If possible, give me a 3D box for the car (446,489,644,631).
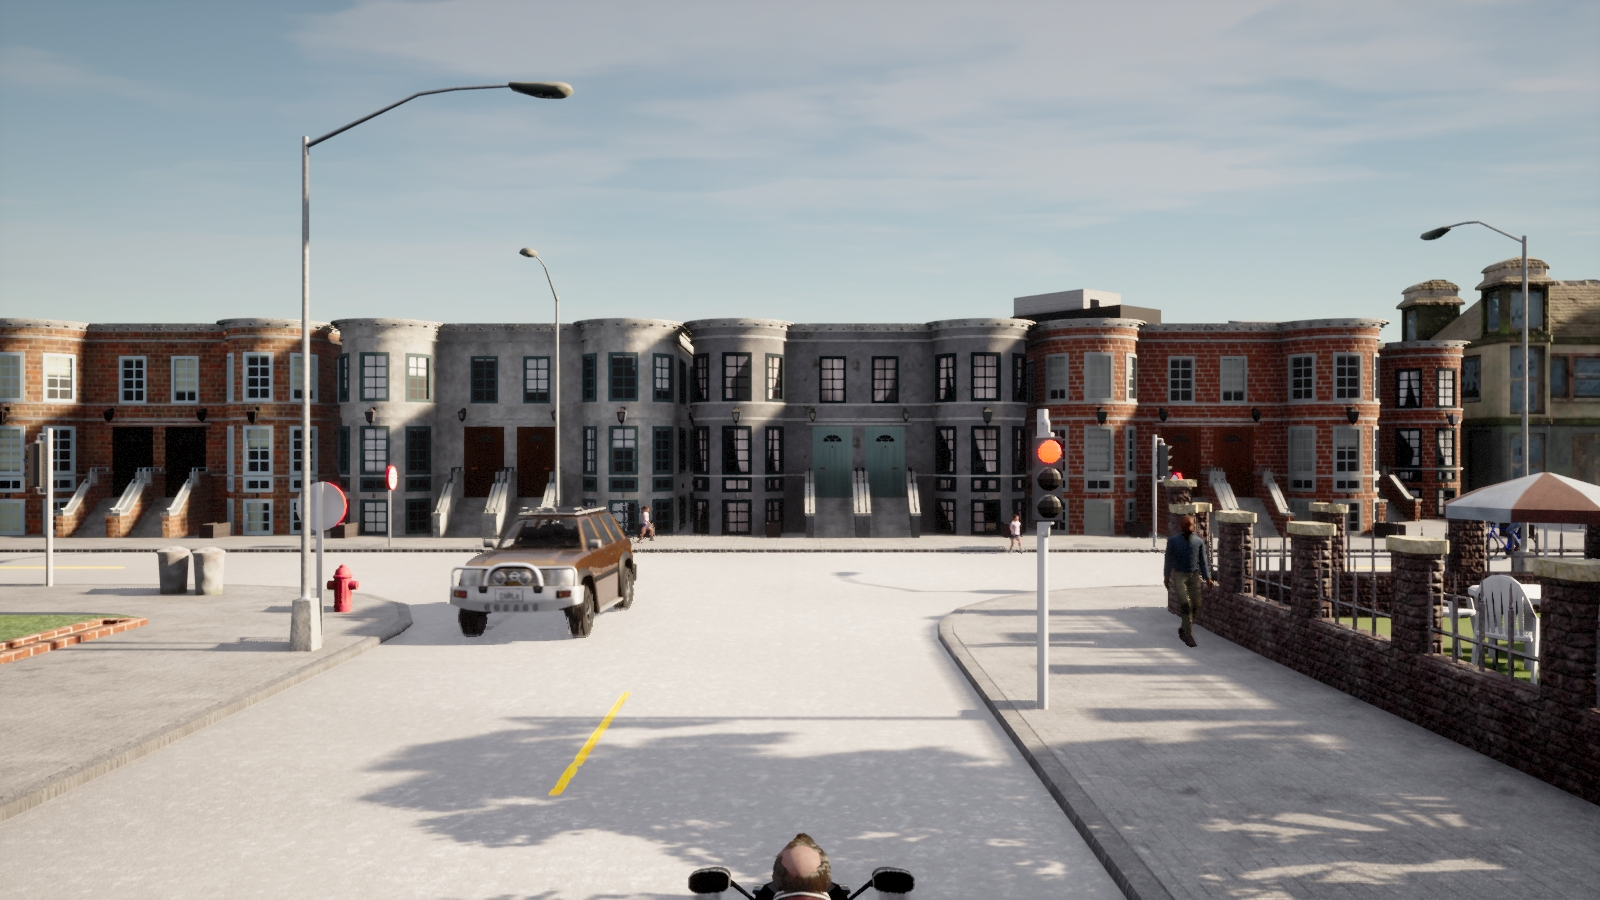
[{"bbox_3d":[-3.940,1.636,18.532,1.932,1.855,4.605,0,0,3],"label":"car"}]

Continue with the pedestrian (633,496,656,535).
[{"bbox_3d":[-4.483,1.891,32.926,0.500,1.100,0.500,0,0,11],"label":"pedestrian"}]

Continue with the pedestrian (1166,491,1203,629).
[{"bbox_3d":[5.303,1.509,15.752,0.375,1.860,0.375,0,0,-2],"label":"pedestrian"}]

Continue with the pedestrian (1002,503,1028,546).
[{"bbox_3d":[5.756,1.996,30.646,0.500,1.100,0.500,0,0,-21],"label":"pedestrian"}]
